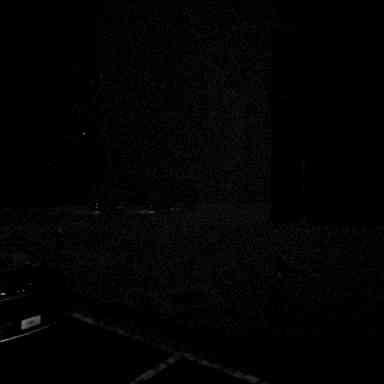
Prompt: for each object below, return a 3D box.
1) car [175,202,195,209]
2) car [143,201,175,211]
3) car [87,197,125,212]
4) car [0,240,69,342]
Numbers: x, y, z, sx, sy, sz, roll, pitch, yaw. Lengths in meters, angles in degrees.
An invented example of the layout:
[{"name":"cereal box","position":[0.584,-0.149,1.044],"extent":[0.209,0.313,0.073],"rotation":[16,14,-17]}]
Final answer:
[{"name":"car","position":[-1.512,2.429,61.154],"extent":[1.895,1.301,4.718],"rotation":[0,-1,36]},{"name":"car","position":[-5.282,2.055,50.459],"extent":[1.882,1.535,5.008],"rotation":[0,-1,36]},{"name":"car","position":[-11.952,1.656,46.762],"extent":[2.150,2.045,5.566],"rotation":[0,-1,36]},{"name":"car","position":[-3.947,1.518,5.778],"extent":[4.403,1.369,2.008],"rotation":[0,0,35]}]
